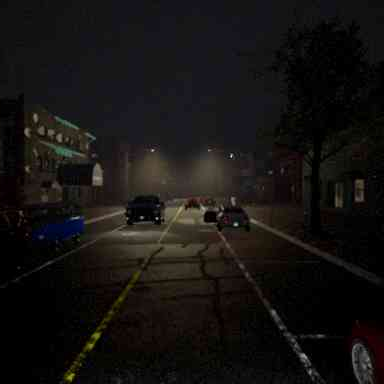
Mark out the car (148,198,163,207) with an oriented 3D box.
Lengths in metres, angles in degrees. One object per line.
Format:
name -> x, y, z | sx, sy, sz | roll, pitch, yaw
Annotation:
car -> -5.657, 1.569, 52.239 | 1.802, 1.307, 4.206 | -1, 0, 0

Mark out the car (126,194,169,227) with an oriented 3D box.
car -> -3.083, 1.217, 23.241 | 2.150, 2.045, 5.566 | 0, 0, 0

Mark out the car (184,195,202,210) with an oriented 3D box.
car -> 0.065, 1.516, 42.430 | 1.812, 1.442, 4.674 | 0, 0, 1

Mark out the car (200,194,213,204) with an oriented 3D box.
car -> 2.728, 1.299, 63.333 | 2.192, 1.841, 5.009 | -1, 0, 0

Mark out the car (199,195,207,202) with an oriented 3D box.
car -> 2.742, 1.504, 80.148 | 1.752, 1.417, 4.829 | -1, 0, 0

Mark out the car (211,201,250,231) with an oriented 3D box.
car -> 2.367, 1.522, 20.225 | 1.812, 1.442, 4.674 | 0, 0, 0

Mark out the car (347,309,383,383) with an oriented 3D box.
car -> 2.690, 1.582, 2.301 | 1.802, 1.307, 4.206 | -1, 0, 0

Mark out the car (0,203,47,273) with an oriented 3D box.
car -> -5.689, 1.314, 7.853 | 2.192, 1.841, 5.009 | -1, 0, 0

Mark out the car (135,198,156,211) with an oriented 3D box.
car -> -5.665, 1.535, 41.143 | 1.887, 1.381, 4.507 | -1, 0, 0

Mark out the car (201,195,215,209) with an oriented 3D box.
car -> 2.723, 1.553, 52.236 | 1.947, 1.339, 4.313 | -1, 0, 0

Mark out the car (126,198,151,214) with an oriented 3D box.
car -> -5.670, 1.432, 35.594 | 1.967, 1.590, 4.097 | -1, 0, 0

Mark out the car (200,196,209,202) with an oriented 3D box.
car -> 2.738, 1.563, 74.429 | 1.802, 1.307, 4.206 | -1, 0, 0

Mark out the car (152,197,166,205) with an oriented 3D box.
car -> -5.654, 1.537, 57.787 | 2.008, 1.369, 4.403 | -1, 0, 0

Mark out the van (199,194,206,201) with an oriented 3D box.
van -> 2.743, 1.318, 85.526 | 1.690, 1.788, 3.998 | -1, 0, 0

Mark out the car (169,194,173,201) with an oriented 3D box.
car -> -5.641, 1.294, 79.981 | 2.192, 1.841, 5.009 | -1, 0, 0

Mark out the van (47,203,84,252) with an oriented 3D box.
van -> -5.686, 1.339, 13.401 | 1.690, 1.788, 3.998 | -1, 0, 0
